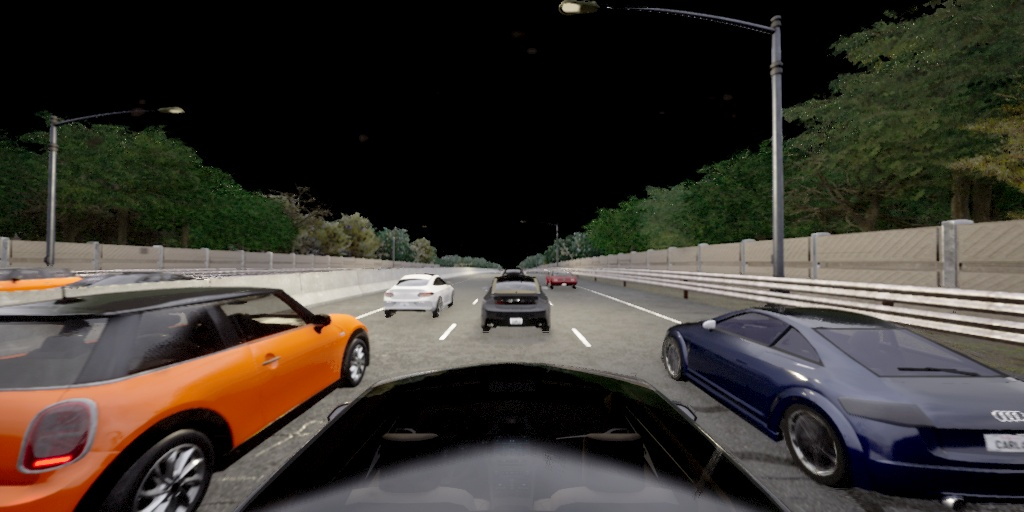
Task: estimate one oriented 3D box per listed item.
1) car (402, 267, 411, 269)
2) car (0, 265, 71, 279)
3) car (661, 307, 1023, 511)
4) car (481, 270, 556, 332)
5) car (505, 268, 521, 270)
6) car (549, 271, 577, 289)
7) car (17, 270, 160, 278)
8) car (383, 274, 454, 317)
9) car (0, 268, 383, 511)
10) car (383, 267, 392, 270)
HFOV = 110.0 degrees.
[{"bbox_3d":[-17.485,2.611,59.204,2.128,1.511,4.902,0,-2,0],"label":"car"},{"bbox_3d":[-21.096,1.251,14.981,2.097,1.767,4.553,0,-1,0],"label":"car"},{"bbox_3d":[3.602,1.336,4.602,1.994,1.385,4.181,0,0,0],"label":"car"},{"bbox_3d":[0.102,1.350,11.176,1.837,1.490,4.892,0,0,0],"label":"car"},{"bbox_3d":[0.107,1.713,29.190,1.837,1.490,4.892,0,-1,0],"label":"car"},{"bbox_3d":[3.604,1.755,27.133,1.895,1.301,4.718,0,-1,0],"label":"car"},{"bbox_3d":[-14.096,1.353,13.449,1.882,1.535,5.008,0,-1,0],"label":"car"},{"bbox_3d":[-3.396,1.405,13.653,1.812,1.442,4.674,0,-1,0],"label":"car"},{"bbox_3d":[-3.401,1.119,4.135,2.097,1.767,4.553,0,0,0],"label":"car"},{"bbox_3d":[-20.985,2.640,59.204,1.837,1.490,4.892,0,-2,0],"label":"car"}]
